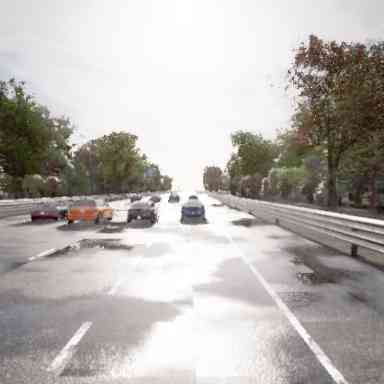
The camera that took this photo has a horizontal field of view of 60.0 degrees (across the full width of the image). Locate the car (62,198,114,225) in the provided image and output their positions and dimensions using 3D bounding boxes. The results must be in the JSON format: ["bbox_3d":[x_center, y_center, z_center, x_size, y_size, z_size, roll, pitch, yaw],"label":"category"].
[{"bbox_3d":[-6.928,1.218,23.192,2.097,1.767,4.553,0,0,0],"label":"car"}]

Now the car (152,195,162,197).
[{"bbox_3d":[-6.768,1.214,63.155,1.994,1.385,4.181,0,0,0],"label":"car"}]

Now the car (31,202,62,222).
[{"bbox_3d":[-10.419,1.420,25.200,1.994,1.385,4.181,0,0,0],"label":"car"}]

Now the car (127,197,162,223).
[{"bbox_3d":[-3.422,1.370,24.018,1.837,1.490,4.892,0,1,0],"label":"car"}]

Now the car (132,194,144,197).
[{"bbox_3d":[-10.270,1.145,62.664,2.128,1.511,4.902,0,0,0],"label":"car"}]

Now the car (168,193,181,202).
[{"bbox_3d":[-3.270,1.002,62.838,2.097,1.767,4.553,0,0,0],"label":"car"}]

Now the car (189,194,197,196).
[{"bbox_3d":[0.236,1.157,63.125,1.837,1.490,4.892,0,1,0],"label":"car"}]

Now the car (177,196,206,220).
[{"bbox_3d":[0.085,1.329,26.230,1.882,1.535,5.008,0,1,0],"label":"car"}]
